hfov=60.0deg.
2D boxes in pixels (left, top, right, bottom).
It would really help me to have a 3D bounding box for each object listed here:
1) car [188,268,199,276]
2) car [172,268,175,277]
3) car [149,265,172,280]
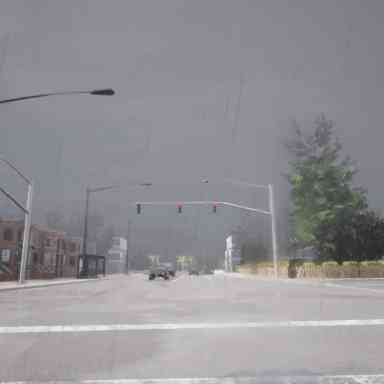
[{"bbox_3d":[0.331,14.646,61.313,2.033,1.411,5.357,-1,-13,0],"label":"car"},{"bbox_3d":[-3.423,11.599,47.888,1.895,1.301,4.718,-1,-13,0],"label":"car"},{"bbox_3d":[-3.485,8.614,35.594,1.837,1.490,4.892,-1,-13,0],"label":"car"}]
